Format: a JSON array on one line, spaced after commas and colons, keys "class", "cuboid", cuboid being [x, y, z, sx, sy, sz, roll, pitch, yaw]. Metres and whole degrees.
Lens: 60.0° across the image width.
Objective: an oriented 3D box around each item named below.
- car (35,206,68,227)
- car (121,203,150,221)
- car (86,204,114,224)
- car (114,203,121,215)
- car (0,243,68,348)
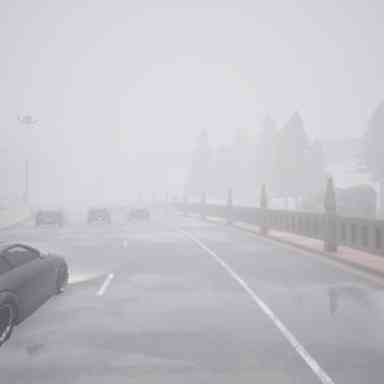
[{"class": "car", "cuboid": [-10.853, 1.817, 25.931, 1.882, 1.535, 5.008, 0, -1, -15]}, {"class": "car", "cuboid": [-5.198, 1.878, 31.337, 1.882, 1.535, 5.008, 0, -1, -17]}, {"class": "car", "cuboid": [-7.933, 1.872, 28.456, 1.837, 1.490, 4.892, 0, -1, -16]}, {"class": "car", "cuboid": [-9.081, 2.061, 41.747, 1.812, 1.442, 4.674, 0, -1, -23]}, {"class": "car", "cuboid": [-3.851, 1.649, 6.325, 1.994, 1.385, 4.181, 0, -1, -4]}]
